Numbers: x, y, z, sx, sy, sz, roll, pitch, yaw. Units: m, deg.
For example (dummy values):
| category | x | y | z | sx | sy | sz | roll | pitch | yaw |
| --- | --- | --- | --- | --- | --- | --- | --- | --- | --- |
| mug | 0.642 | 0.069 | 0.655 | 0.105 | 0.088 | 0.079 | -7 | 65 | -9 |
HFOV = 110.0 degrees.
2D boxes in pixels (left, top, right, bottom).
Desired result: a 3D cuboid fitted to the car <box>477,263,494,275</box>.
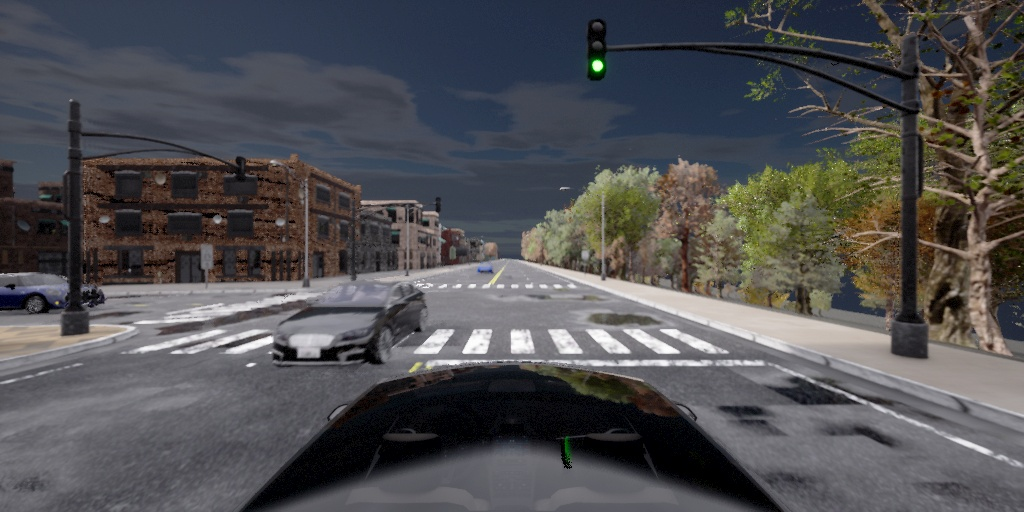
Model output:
| category | x | y | z | sx | sy | sz | roll | pitch | yaw |
| --- | --- | --- | --- | --- | --- | --- | --- | --- | --- |
| car | -3.345 | 1.612 | 45.533 | 1.882 | 1.535 | 5.008 | 0 | 1 | 0 |

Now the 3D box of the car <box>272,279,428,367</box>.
| category | x | y | z | sx | sy | sz | roll | pitch | yaw |
| --- | --- | --- | --- | --- | --- | --- | --- | --- | --- |
| car | -3.253 | 1.304 | 8.192 | 2.128 | 1.511 | 4.902 | 0 | 0 | 0 |

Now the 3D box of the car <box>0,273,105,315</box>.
| category | x | y | z | sx | sy | sz | roll | pitch | yaw |
| --- | --- | --- | --- | --- | --- | --- | --- | --- | --- |
| car | -20.797 | 1.525 | 15.538 | 4.553 | 1.767 | 2.097 | -1 | 0 | -1 |
